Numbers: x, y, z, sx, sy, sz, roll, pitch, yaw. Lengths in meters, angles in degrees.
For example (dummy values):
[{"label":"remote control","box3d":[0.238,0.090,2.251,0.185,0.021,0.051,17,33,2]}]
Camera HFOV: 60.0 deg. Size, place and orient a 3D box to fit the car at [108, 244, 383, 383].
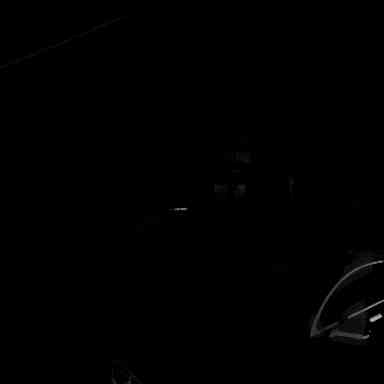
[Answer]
[{"label":"car","box3d":[1.415,1.506,4.150,4.892,1.490,1.837,0,0,-36]}]
